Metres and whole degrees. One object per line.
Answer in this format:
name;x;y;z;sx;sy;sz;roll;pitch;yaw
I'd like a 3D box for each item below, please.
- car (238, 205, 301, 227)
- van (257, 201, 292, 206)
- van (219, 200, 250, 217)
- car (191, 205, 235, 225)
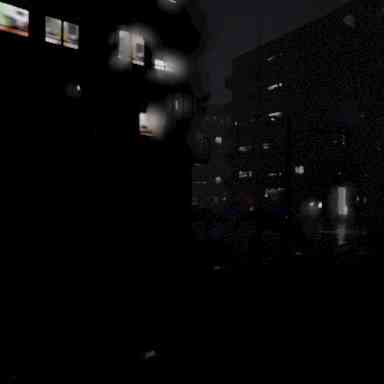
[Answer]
car;6.145;1.965;26.226;1.895;1.301;4.718;0;-1;-37
van;8.096;1.783;33.302;1.690;1.788;3.998;-1;0;-36
van;4.775;1.857;37.813;1.690;1.788;3.998;-1;0;-36
car;1.361;1.997;28.375;1.802;1.307;4.206;-1;0;-36
